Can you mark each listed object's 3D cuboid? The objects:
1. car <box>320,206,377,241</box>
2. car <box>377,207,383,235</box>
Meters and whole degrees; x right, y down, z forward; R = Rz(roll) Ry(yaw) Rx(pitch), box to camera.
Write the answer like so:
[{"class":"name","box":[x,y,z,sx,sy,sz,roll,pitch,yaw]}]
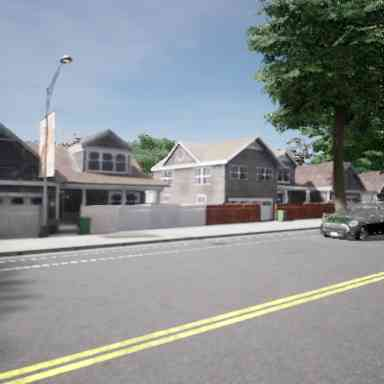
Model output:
[{"class":"car","box":[9.019,1.568,18.115,4.553,1.767,2.097,1,0,-36]},{"class":"car","box":[10.907,1.567,15.472,4.553,1.767,2.097,1,0,-36]}]
